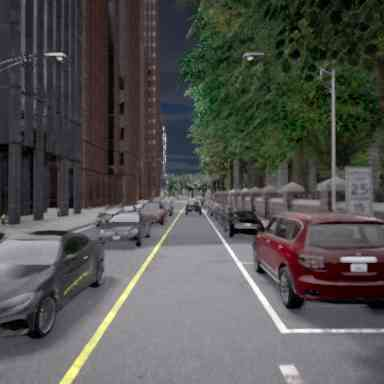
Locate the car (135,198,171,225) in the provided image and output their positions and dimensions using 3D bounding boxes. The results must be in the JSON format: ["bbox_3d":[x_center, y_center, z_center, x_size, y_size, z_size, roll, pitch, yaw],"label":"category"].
[{"bbox_3d":[-3.042,1.556,25.689,2.097,1.767,4.553,0,-1,0],"label":"car"}]

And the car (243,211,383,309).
[{"bbox_3d":[2.773,1.360,7.902,2.192,1.841,5.009,0,0,0],"label":"car"}]

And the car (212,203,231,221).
[{"bbox_3d":[2.802,1.740,24.269,2.008,1.369,4.403,0,-1,0],"label":"car"}]

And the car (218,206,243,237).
[{"bbox_3d":[2.793,1.707,18.812,1.947,1.339,4.313,0,-1,0],"label":"car"}]

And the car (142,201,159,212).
[{"bbox_3d":[-5.685,1.967,46.104,1.802,1.307,4.206,0,-1,0],"label":"car"}]

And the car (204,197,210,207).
[{"bbox_3d":[2.831,1.773,40.639,1.967,1.590,4.097,0,-1,0],"label":"car"}]

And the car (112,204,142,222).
[{"bbox_3d":[-5.713,1.823,29.733,1.802,1.307,4.206,0,-1,0],"label":"car"}]

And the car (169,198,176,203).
[{"bbox_3d":[-5.599,2.365,95.045,1.752,1.417,4.829,0,-1,0],"label":"car"}]

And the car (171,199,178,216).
[{"bbox_3d":[-2.972,1.787,36.080,2.128,1.511,4.902,0,-1,1],"label":"car"}]

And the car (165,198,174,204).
[{"bbox_3d":[-5.618,2.282,84.301,1.887,1.381,4.507,0,-1,0],"label":"car"}]

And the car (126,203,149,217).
[{"bbox_3d":[-5.704,1.871,35.190,1.802,1.307,4.206,0,-1,0],"label":"car"}]

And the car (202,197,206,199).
[{"bbox_3d":[2.860,2.006,57.177,1.752,1.417,4.829,0,-1,0],"label":"car"}]

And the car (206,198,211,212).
[{"bbox_3d":[2.821,1.725,35.182,1.967,1.590,4.097,0,-1,0],"label":"car"}]

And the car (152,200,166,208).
[{"bbox_3d":[-5.665,2.028,57.017,1.887,1.381,4.507,0,-1,0],"label":"car"}]

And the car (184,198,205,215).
[{"bbox_3d":[0.163,1.817,38.097,1.837,1.490,4.892,0,-1,0],"label":"car"}]

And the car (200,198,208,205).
[{"bbox_3d":[2.898,2.209,79.002,1.752,1.417,4.829,0,-1,0],"label":"car"}]

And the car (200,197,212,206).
[{"bbox_3d":[2.879,1.895,67.921,2.192,1.841,5.009,0,-1,0],"label":"car"}]

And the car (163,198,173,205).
[{"bbox_3d":[-5.627,2.237,78.845,2.008,1.369,4.403,0,-1,0],"label":"car"}]

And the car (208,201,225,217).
[{"bbox_3d":[2.812,1.788,29.725,2.008,1.369,4.403,0,-1,0],"label":"car"}]

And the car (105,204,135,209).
[{"bbox_3d":[-5.723,1.744,24.276,2.008,1.369,4.403,0,-1,0],"label":"car"}]

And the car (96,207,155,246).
[{"bbox_3d":[-3.073,1.644,15.953,1.812,1.442,4.674,0,-1,0],"label":"car"}]

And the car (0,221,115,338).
[{"bbox_3d":[-3.129,1.565,6.802,1.812,1.442,4.674,0,0,1],"label":"car"}]

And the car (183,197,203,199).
[{"bbox_3d":[0.090,1.900,48.967,2.128,1.511,4.902,0,0,0],"label":"car"}]

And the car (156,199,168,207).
[{"bbox_3d":[-5.656,2.078,62.474,1.887,1.381,4.507,0,-1,0],"label":"car"}]
